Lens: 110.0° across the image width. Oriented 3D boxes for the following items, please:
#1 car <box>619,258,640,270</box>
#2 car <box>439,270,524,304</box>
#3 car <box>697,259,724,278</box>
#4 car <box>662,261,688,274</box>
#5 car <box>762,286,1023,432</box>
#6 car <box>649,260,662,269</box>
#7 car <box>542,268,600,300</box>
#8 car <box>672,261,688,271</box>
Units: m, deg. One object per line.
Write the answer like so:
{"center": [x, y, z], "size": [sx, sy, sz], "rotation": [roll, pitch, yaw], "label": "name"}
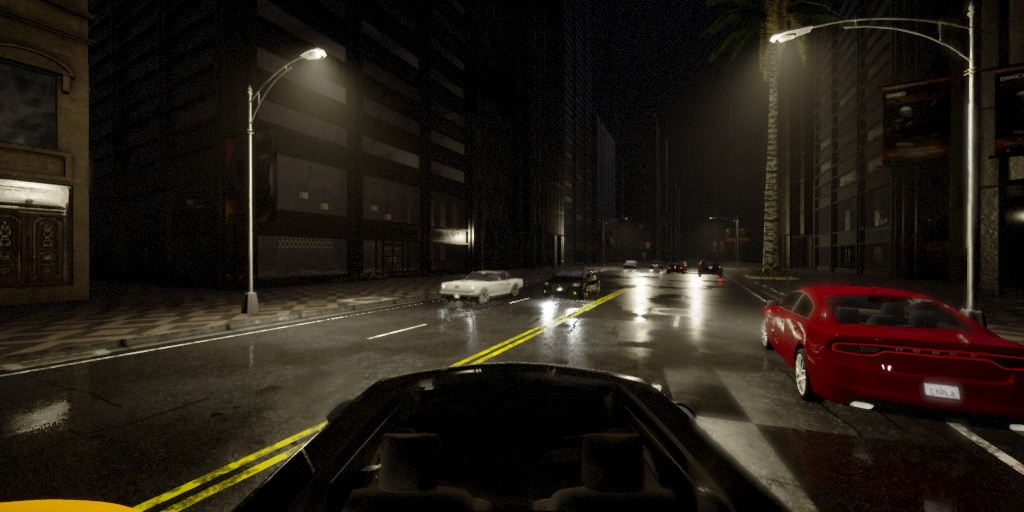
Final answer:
{"center": [18.107, 1.329, 54.302], "size": [2.033, 1.411, 5.357], "rotation": [0, 0, 27], "label": "car"}
{"center": [-1.262, 1.352, 16.694], "size": [1.895, 1.301, 4.718], "rotation": [0, 0, 27], "label": "car"}
{"center": [19.295, 1.118, 34.925], "size": [2.097, 1.767, 4.553], "rotation": [0, 0, 27], "label": "car"}
{"center": [18.656, 1.317, 40.748], "size": [2.033, 1.411, 5.357], "rotation": [0, 0, 27], "label": "car"}
{"center": [5.514, 1.228, 5.852], "size": [1.882, 1.535, 5.008], "rotation": [0, 0, 27], "label": "car"}
{"center": [22.534, 1.311, 55.771], "size": [1.812, 1.442, 4.674], "rotation": [0, 0, 27], "label": "car"}
{"center": [3.056, 1.317, 17.981], "size": [1.994, 1.385, 4.181], "rotation": [0, 0, 27], "label": "car"}
{"center": [23.545, 1.381, 50.245], "size": [1.895, 1.301, 4.718], "rotation": [0, 0, 27], "label": "car"}
